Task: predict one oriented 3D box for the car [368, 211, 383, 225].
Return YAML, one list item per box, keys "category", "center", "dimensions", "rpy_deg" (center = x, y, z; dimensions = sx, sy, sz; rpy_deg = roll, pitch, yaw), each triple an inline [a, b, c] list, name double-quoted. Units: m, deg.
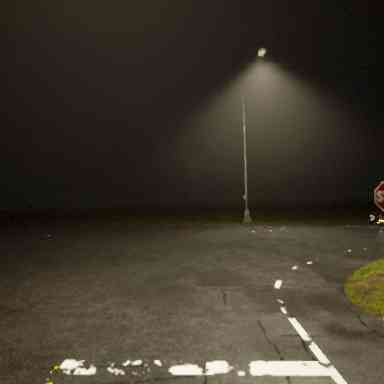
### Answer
- category: "car"
  center: [13.956, 1.472, 21.385]
  dimensions: [4.892, 1.490, 1.837]
  rpy_deg: [-1, -3, -1]
